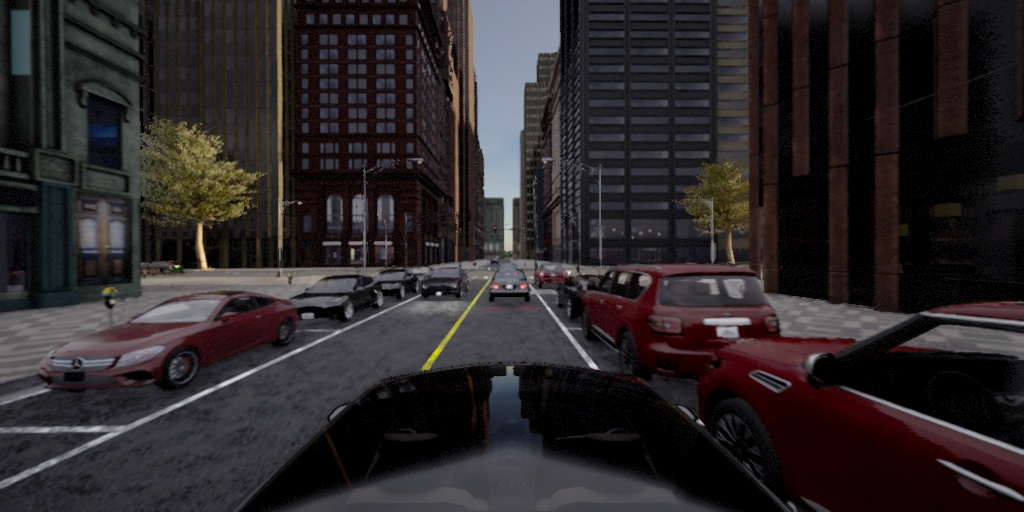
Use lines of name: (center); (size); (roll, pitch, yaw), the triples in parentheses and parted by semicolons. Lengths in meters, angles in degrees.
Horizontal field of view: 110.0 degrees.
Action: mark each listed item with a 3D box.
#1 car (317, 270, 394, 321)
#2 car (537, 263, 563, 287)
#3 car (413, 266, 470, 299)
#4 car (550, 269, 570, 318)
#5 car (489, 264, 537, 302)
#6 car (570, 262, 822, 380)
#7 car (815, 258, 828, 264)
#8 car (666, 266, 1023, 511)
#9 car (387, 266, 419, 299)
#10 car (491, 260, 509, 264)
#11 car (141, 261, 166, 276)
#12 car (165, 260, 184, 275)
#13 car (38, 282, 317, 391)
car: (-5.878, 1.338, 12.471); (1.948, 1.339, 4.313); (0, 0, -1)
car: (2.506, 1.161, 23.852); (1.967, 1.591, 4.097); (0, 0, -1)
car: (-3.281, 1.302, 18.637); (2.033, 1.411, 5.357); (0, 0, -1)
car: (2.647, 1.293, 12.580); (1.948, 1.339, 4.313); (0, 0, -1)
car: (-0.117, 1.286, 17.074); (2.033, 1.411, 5.357); (0, 0, 0)
car: (2.717, 1.046, 6.945); (2.192, 1.841, 5.009); (0, 0, -1)
car: (39.718, 0.976, 45.932); (4.181, 1.385, 1.994); (0, 0, 0)
car: (2.787, 1.050, 1.309); (2.192, 1.841, 5.009); (0, 0, -1)
car: (-5.948, 1.335, 18.107); (1.948, 1.339, 4.313); (0, 0, -1)
car: (-0.310, 1.281, 27.724); (2.033, 1.411, 5.357); (0, 0, -1)
car: (-43.249, 1.637, 41.350); (4.181, 1.385, 1.994); (0, 0, 0)
car: (-43.848, 1.412, 44.663); (4.553, 1.767, 2.097); (-1, 0, -1)
car: (-5.807, 1.358, 6.836); (1.802, 1.307, 4.207); (0, 0, -1)
